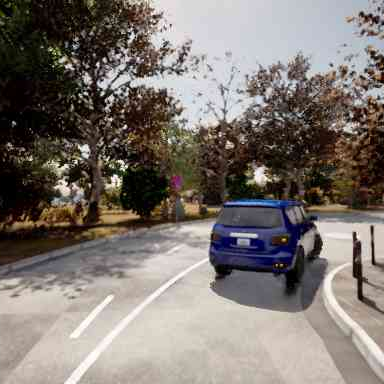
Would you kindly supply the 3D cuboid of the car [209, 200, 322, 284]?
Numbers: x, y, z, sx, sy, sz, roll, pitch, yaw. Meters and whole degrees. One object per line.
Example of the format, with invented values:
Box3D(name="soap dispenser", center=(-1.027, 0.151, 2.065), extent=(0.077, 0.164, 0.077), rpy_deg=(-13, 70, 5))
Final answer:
Box3D(name="car", center=(2.414, 1.248, 10.030), extent=(2.150, 2.045, 5.566), rpy_deg=(0, 0, 27))
